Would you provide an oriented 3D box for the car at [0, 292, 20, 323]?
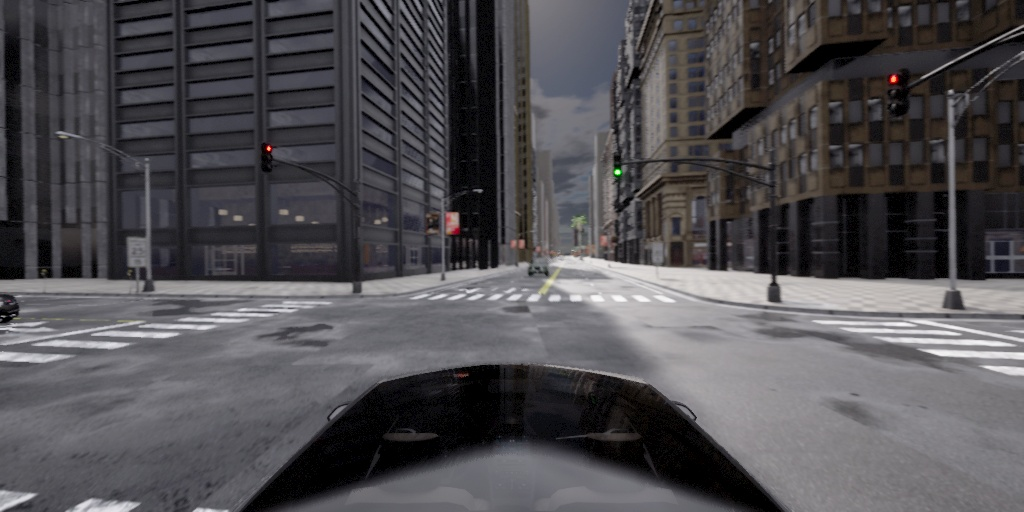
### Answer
[{"bbox_3d":[-17.776,1.397,10.835,4.902,1.511,2.128,0,0,8],"label":"car"}]

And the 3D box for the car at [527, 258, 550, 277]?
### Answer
[{"bbox_3d":[3.035,1.239,39.938,2.150,2.045,5.566,-1,0,9],"label":"car"}]
